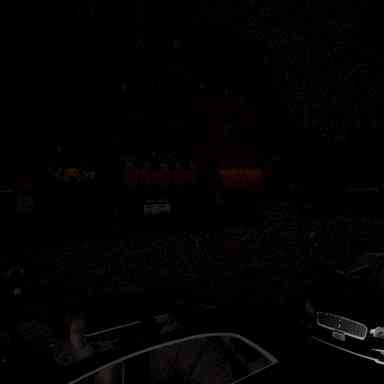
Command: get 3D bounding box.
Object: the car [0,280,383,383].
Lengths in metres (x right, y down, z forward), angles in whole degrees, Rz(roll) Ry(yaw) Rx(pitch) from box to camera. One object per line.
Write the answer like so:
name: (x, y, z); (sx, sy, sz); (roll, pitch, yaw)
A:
car: (-0.837, 1.550, 2.238); (4.403, 1.369, 2.008); (0, -2, -36)

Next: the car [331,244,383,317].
car: (3.595, 1.548, 5.408); (4.403, 1.369, 2.008); (0, -2, -36)
